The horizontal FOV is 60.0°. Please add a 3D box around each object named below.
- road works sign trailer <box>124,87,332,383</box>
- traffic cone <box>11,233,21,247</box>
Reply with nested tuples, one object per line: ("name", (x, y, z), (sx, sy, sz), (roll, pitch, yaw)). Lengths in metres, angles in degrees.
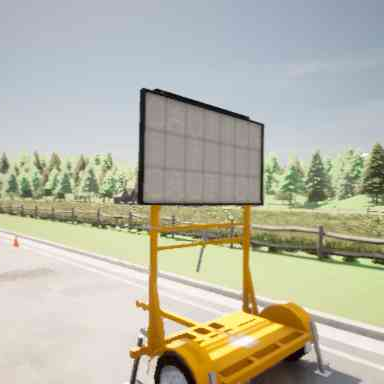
("road works sign trailer", (0.087, 0.580, 4.676), (2.380, 3.560, 2.880), (2, -2, -44))
("traffic cone", (-7.937, 2.168, 15.001), (0.340, 0.580, 0.340), (2, -2, -44))
